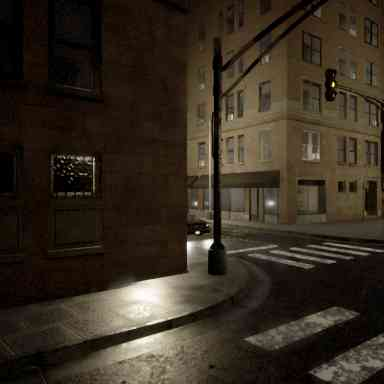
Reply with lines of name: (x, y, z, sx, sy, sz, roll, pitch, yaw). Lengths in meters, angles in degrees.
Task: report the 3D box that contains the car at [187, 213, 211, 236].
car: (-1.278, 1.515, 17.773, 2.033, 1.411, 5.357, 0, 0, -36)
